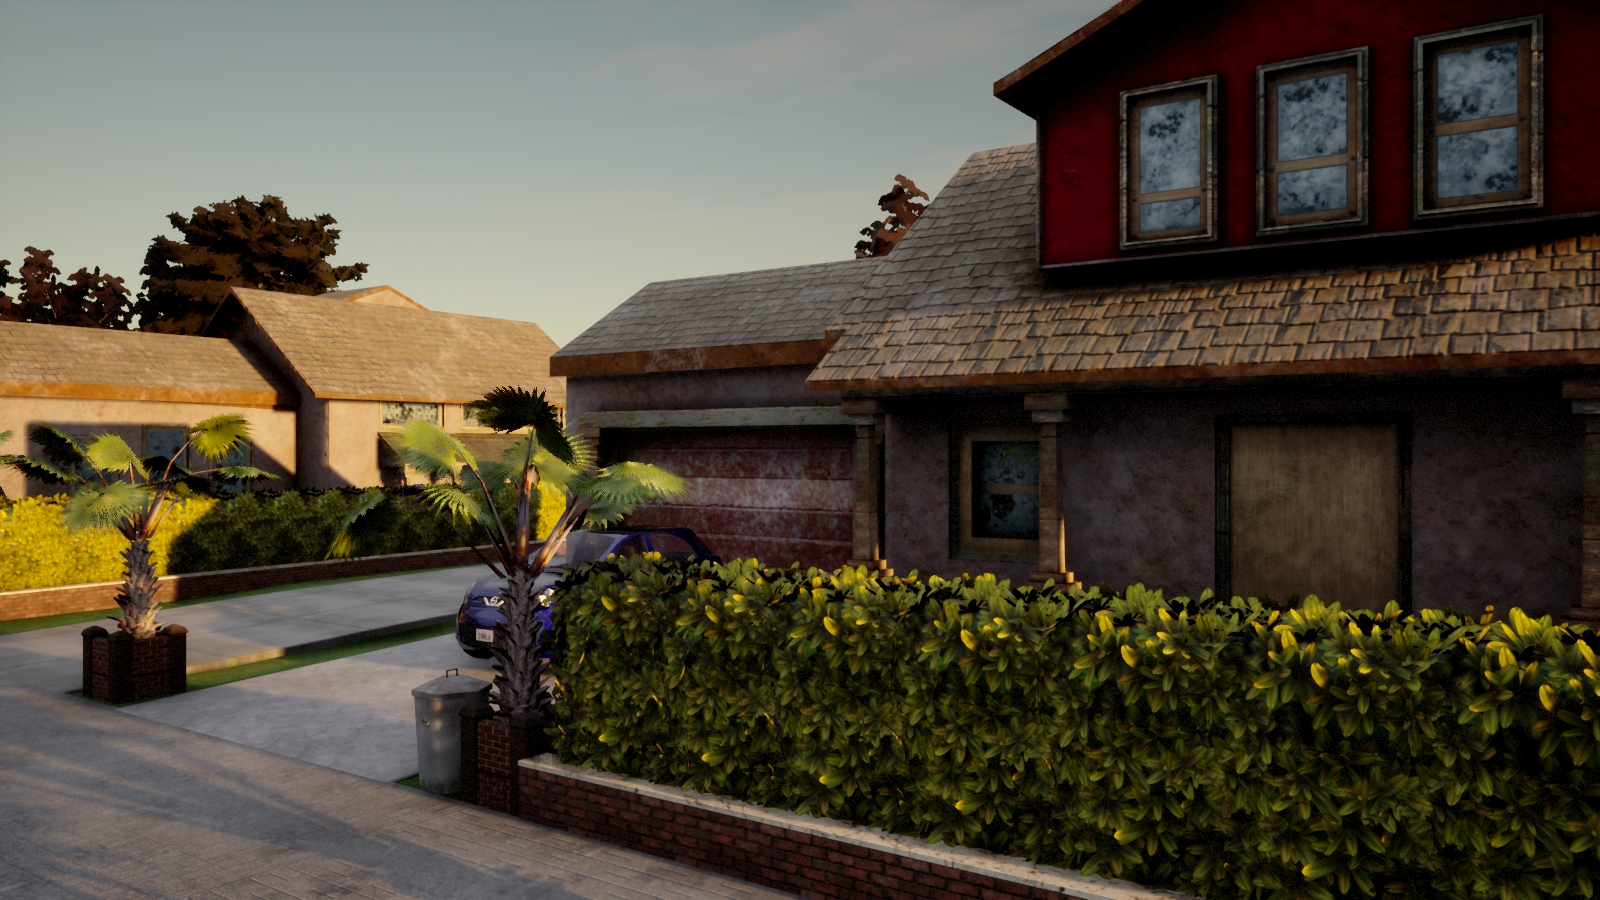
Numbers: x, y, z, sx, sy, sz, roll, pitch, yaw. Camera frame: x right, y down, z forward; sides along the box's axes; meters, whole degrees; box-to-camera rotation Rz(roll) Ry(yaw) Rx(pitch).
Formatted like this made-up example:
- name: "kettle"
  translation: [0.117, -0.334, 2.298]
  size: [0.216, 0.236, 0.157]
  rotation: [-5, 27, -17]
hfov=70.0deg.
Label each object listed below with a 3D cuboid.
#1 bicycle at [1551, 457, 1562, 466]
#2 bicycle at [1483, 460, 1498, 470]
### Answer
- name: "bicycle"
  translation: [137.314, 2.053, 207.470]
  size: [1.643, 1.496, 0.373]
  rotation: [1, 0, 35]
- name: "bicycle"
  translation: [94.993, 2.055, 157.207]
  size: [1.835, 1.471, 0.329]
  rotation: [0, 0, 35]
